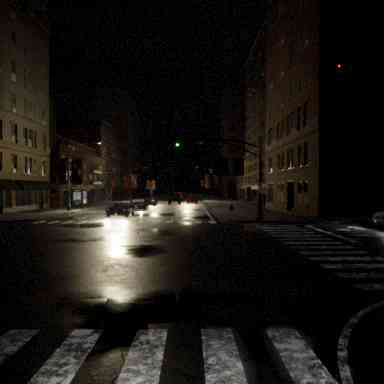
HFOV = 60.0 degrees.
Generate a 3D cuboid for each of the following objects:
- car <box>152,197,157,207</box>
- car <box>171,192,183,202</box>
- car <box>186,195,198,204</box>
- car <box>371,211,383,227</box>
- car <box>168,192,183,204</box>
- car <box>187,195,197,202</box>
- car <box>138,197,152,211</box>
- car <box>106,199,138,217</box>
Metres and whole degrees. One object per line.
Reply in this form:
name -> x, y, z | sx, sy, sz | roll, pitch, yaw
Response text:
car -> -6.539, 1.519, 52.415 | 2.033, 1.411, 5.357 | 0, 0, 0
car -> -3.175, 1.083, 71.613 | 2.150, 2.045, 5.566 | 0, 0, 0
car -> 0.064, 1.474, 61.159 | 1.837, 1.490, 4.892 | 0, 0, 0
car -> 12.992, 1.383, 19.333 | 4.674, 1.442, 1.812 | 0, 1, 0
car -> -3.186, 1.190, 61.192 | 2.150, 2.045, 5.566 | 0, 0, 0
car -> 0.075, 1.398, 71.579 | 2.033, 1.411, 5.357 | 0, 0, 0
car -> -6.546, 1.541, 40.819 | 1.994, 1.385, 4.181 | 0, 0, 0
car -> -6.563, 1.584, 30.892 | 1.895, 1.301, 4.718 | 0, 0, 0
